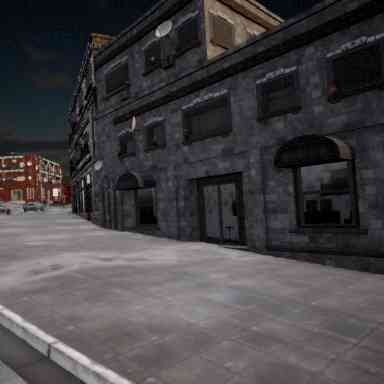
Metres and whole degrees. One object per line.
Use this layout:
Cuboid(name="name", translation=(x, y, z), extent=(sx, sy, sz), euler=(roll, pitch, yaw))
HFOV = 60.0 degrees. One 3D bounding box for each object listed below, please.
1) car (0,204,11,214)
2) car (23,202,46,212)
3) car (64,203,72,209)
Cuboid(name="car", translation=(-23.138, 2.071, 39.199), extent=(1.812, 1.442, 4.674), euler=(-3, -1, -5))
Cuboid(name="car", translation=(-24.109, 2.250, 51.035), extent=(2.128, 1.511, 4.902), euler=(-3, -1, -3))
Cuboid(name="car", translation=(-29.206, 3.311, 80.030), extent=(1.895, 1.301, 4.718), euler=(-3, -1, -3))
